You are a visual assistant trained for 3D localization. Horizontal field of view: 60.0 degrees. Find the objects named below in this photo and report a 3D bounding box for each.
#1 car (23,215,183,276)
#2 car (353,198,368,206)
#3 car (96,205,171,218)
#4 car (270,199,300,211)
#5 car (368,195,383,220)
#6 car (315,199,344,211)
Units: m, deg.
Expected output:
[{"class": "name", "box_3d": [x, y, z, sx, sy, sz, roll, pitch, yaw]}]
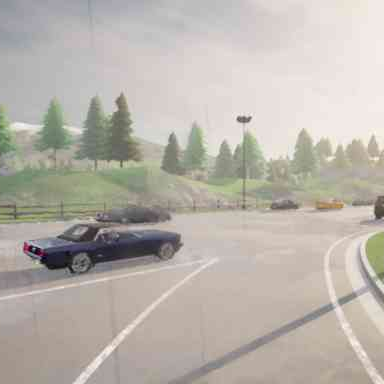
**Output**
[{"class": "car", "box_3d": [-2.566, 1.626, 10.548, 4.718, 1.301, 1.895, 0, 0, -41]}, {"class": "car", "box_3d": [29.339, 1.717, 57.122, 4.181, 1.385, 1.994, 0, 0, -41]}, {"class": "car", "box_3d": [-4.009, 1.604, 23.242, 5.357, 1.411, 2.033, 0, 0, -41]}, {"class": "car", "box_3d": [11.653, 1.633, 41.621, 4.674, 1.442, 1.812, 0, 0, -41]}, {"class": "car", "box_3d": [17.312, 1.298, 27.985, 5.566, 2.045, 2.150, 0, 0, -41]}, {"class": "car", "box_3d": [17.471, 1.589, 42.066, 5.008, 1.535, 1.882, 0, 0, -41]}]
